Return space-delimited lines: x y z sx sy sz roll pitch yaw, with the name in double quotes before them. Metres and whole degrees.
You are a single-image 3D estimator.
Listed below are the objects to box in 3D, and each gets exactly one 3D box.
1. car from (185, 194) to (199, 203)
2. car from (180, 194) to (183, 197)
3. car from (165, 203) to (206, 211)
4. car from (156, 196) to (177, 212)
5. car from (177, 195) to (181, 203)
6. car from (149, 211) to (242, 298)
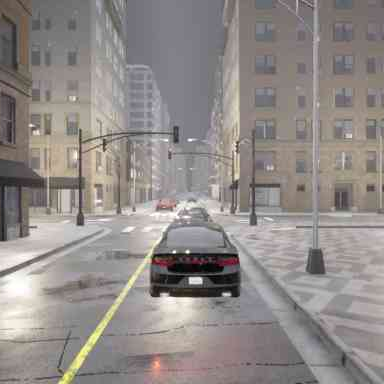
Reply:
"car" -0.019 1.596 69.302 1.895 1.301 4.718 0 0 0
"car" -3.155 1.500 59.667 1.837 1.490 4.892 0 0 0
"car" 0.081 1.546 18.392 2.033 1.411 5.357 0 0 6
"car" -3.156 1.474 39.761 1.882 1.535 5.008 0 0 -1
"car" -3.139 1.543 49.492 2.033 1.411 5.357 0 0 0
"car" 0.063 1.477 8.582 1.882 1.535 5.008 0 0 0
